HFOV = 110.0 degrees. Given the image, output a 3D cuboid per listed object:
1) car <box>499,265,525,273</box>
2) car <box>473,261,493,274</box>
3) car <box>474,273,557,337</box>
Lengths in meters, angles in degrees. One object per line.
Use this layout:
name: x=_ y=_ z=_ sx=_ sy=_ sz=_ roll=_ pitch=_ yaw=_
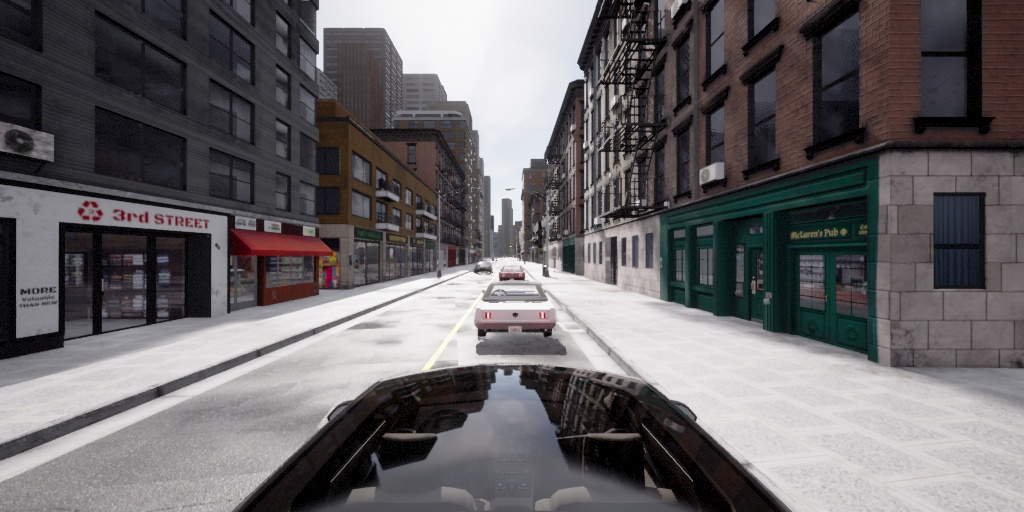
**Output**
car: x=-0.006 y=1.347 z=27.047 sx=1.895 sy=1.301 sz=4.718 roll=0 pitch=0 yaw=0
car: x=-3.262 y=1.304 z=41.433 sx=1.994 sy=1.385 sz=4.181 roll=0 pitch=0 yaw=0
car: x=0.064 y=1.351 z=10.230 sx=1.895 sy=1.301 sz=4.718 roll=0 pitch=0 yaw=0
